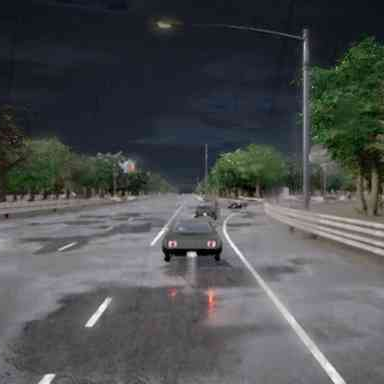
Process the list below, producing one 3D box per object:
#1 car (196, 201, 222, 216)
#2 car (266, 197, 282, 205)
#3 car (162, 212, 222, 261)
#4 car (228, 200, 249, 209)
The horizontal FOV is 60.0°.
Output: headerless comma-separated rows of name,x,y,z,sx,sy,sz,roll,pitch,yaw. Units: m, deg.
car,1.499,1.596,29.558,1.837,1.490,4.892,-1,0,10
car,15.571,1.667,63.192,2.128,1.511,4.902,0,0,35
car,0.016,1.639,12.459,1.895,1.301,4.718,0,0,0
car,6.658,1.741,47.168,1.895,1.301,4.718,0,0,23
